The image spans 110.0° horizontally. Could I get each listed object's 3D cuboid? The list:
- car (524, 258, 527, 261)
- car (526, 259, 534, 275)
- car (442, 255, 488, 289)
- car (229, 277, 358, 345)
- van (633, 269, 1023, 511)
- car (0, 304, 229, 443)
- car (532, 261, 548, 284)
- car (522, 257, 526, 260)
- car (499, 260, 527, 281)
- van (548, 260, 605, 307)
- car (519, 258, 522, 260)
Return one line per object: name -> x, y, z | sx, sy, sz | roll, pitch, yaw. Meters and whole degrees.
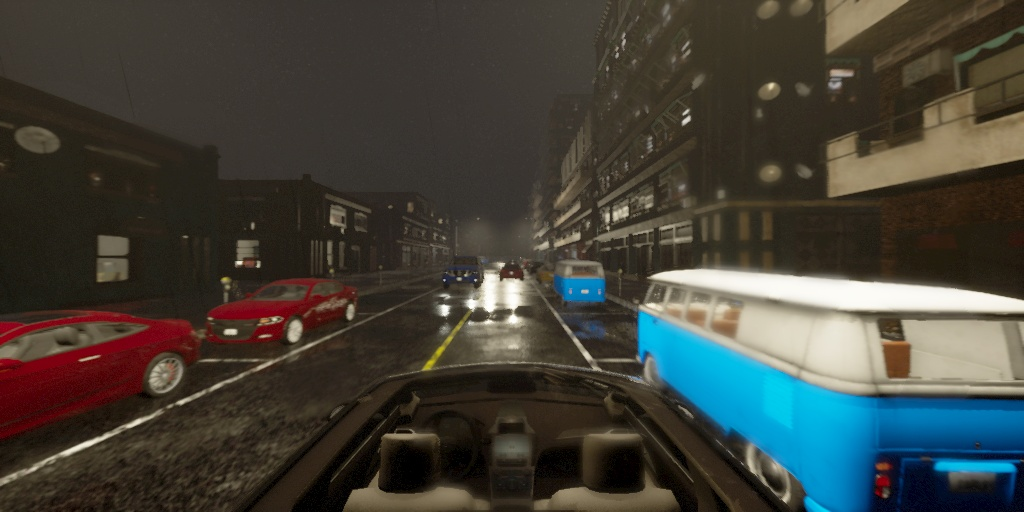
car -> 2.687, 1.260, 43.017 | 1.948, 1.339, 4.313 | 0, 0, 0
car -> 2.688, 1.270, 37.437 | 1.948, 1.339, 4.313 | 0, 0, 0
car -> -3.003, 0.956, 23.189 | 2.150, 2.045, 5.566 | 0, 0, 0
car -> -5.691, 1.288, 9.495 | 1.888, 1.381, 4.507 | 0, 0, 0
van -> 2.690, 1.088, 3.951 | 1.690, 1.789, 3.998 | 0, 0, 0
car -> -5.690, 1.331, 3.915 | 1.802, 1.307, 4.207 | 0, 0, 0
car -> 2.688, 1.247, 26.444 | 1.751, 1.417, 4.829 | 0, 0, 0
car -> 2.687, 1.217, 54.179 | 1.888, 1.381, 4.507 | 0, 0, 0
car -> 0.006, 1.282, 29.614 | 1.994, 1.385, 4.181 | 0, 0, 1
van -> 2.690, 1.077, 15.113 | 1.690, 1.789, 3.998 | 0, 0, 0
car -> 0.062, 1.215, 45.862 | 1.812, 1.442, 4.674 | 0, 0, 0
